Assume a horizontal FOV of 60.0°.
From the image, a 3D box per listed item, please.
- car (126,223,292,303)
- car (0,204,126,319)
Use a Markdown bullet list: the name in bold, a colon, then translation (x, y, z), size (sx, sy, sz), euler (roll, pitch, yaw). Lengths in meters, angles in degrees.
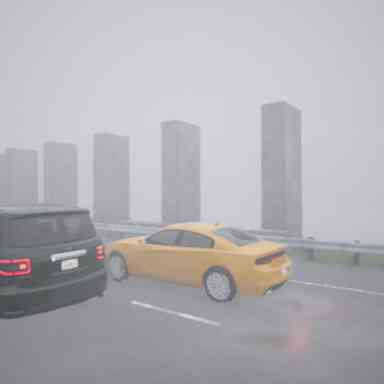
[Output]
- **car**: translation (-0.089, 1.513, 8.355), size (5.008, 1.535, 1.882), euler (0, 0, 35)
- **car**: translation (-4.169, 1.276, 6.965), size (5.566, 2.045, 2.150), euler (0, 0, 35)
